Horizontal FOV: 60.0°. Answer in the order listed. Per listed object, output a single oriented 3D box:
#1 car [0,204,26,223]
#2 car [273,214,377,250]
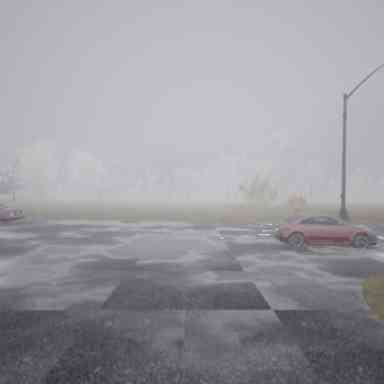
[{"bbox_3d":[-13.828,1.393,21.740,5.357,1.411,2.033,1,1,0],"label":"car"},{"bbox_3d":[5.724,1.675,14.617,4.181,1.385,1.994,1,0,0],"label":"car"}]
